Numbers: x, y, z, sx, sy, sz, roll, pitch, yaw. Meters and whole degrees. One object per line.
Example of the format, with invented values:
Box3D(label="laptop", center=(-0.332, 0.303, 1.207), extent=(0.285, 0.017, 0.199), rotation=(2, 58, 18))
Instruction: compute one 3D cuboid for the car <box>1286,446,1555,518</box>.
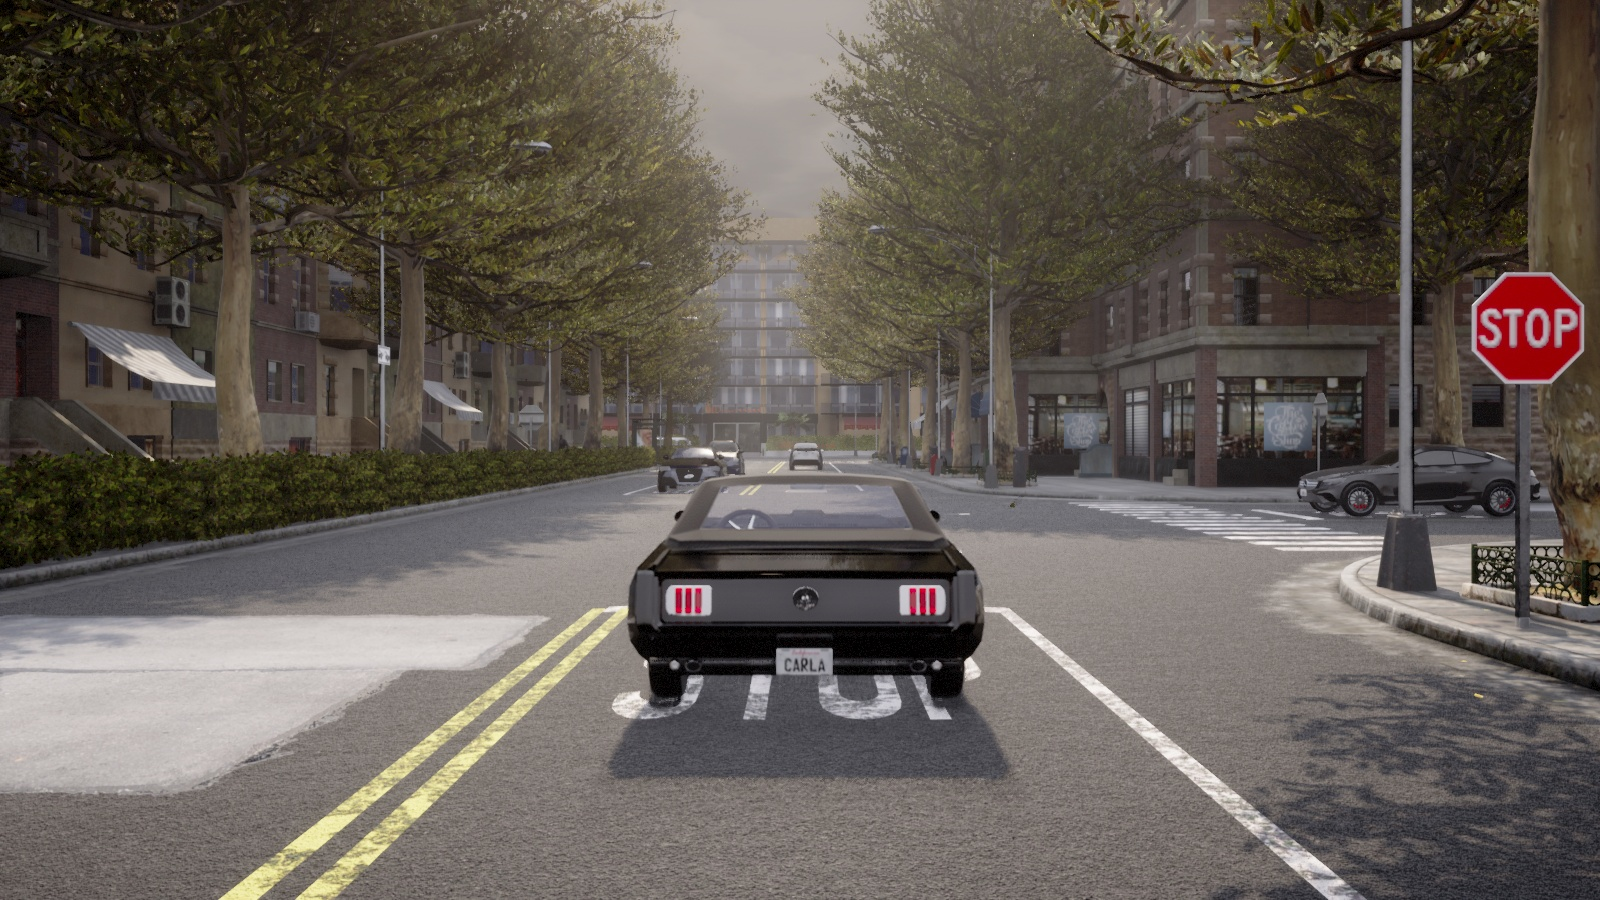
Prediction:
Box3D(label="car", center=(12.741, 0.635, 25.977), extent=(4.674, 1.442, 1.812), rotation=(0, 0, 0))

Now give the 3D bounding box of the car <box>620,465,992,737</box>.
Box3D(label="car", center=(0.047, 0.797, 8.755), extent=(1.895, 1.301, 4.718), rotation=(0, 0, 0))

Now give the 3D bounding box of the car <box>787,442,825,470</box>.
Box3D(label="car", center=(0.337, 0.295, 70.171), extent=(2.007, 1.525, 4.514), rotation=(0, 0, 0))

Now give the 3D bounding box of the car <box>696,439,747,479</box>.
Box3D(label="car", center=(-3.243, 0.344, 52.425), extent=(1.851, 1.617, 3.988), rotation=(0, 0, 0))

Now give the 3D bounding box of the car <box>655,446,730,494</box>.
Box3D(label="car", center=(-3.300, 0.583, 39.313), extent=(1.994, 1.385, 4.181), rotation=(0, 0, 0))
